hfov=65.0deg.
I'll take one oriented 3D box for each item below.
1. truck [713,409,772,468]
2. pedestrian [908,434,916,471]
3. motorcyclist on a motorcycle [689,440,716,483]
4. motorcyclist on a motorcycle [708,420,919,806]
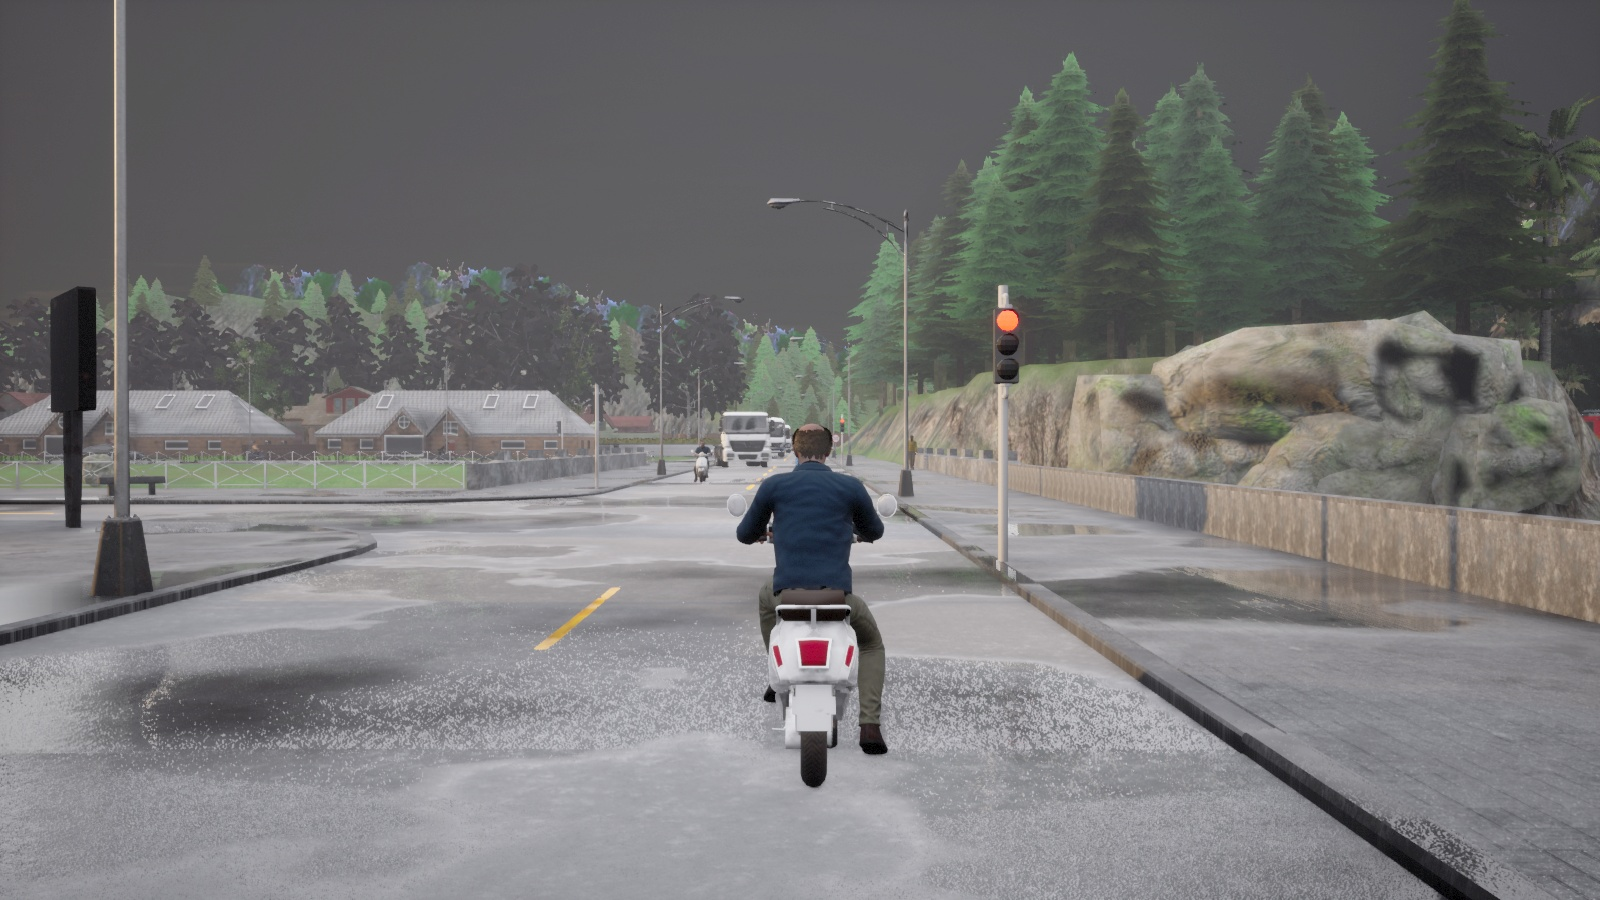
[{"bbox_3d":[-3.661,-0.673,78.045,2.891,3.462,7.936,0,0,-8],"label":"truck"},{"bbox_3d":[5.603,0.105,62.978,0.370,1.835,0.726,0,0,4],"label":"pedestrian"},{"bbox_3d":[-3.717,0.426,48.000,0.866,1.590,1.817,0,0,0],"label":"motorcyclist on a motorcycle"},{"bbox_3d":[0.059,0.666,6.070,0.866,1.590,1.817,0,0,0],"label":"motorcyclist on a motorcycle"}]
